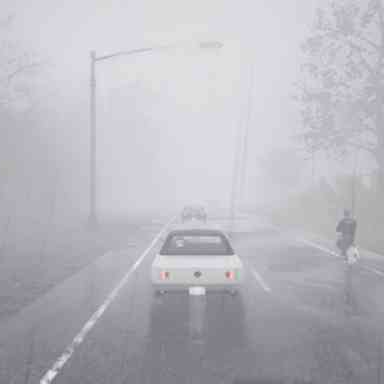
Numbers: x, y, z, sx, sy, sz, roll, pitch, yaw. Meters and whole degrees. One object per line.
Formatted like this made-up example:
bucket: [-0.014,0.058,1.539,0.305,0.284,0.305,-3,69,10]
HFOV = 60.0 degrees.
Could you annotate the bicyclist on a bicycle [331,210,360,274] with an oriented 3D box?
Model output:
bicyclist on a bicycle: [4.479,1.397,9.836,0.659,1.776,1.843,0,0,0]

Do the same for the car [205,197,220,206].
car: [3.680,1.708,57.363,1.994,1.385,4.181,0,0,0]

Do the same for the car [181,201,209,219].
car: [0.135,1.667,26.745,1.895,1.301,4.718,0,0,0]

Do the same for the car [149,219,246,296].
car: [0.109,1.622,8.641,1.895,1.301,4.718,0,0,0]
